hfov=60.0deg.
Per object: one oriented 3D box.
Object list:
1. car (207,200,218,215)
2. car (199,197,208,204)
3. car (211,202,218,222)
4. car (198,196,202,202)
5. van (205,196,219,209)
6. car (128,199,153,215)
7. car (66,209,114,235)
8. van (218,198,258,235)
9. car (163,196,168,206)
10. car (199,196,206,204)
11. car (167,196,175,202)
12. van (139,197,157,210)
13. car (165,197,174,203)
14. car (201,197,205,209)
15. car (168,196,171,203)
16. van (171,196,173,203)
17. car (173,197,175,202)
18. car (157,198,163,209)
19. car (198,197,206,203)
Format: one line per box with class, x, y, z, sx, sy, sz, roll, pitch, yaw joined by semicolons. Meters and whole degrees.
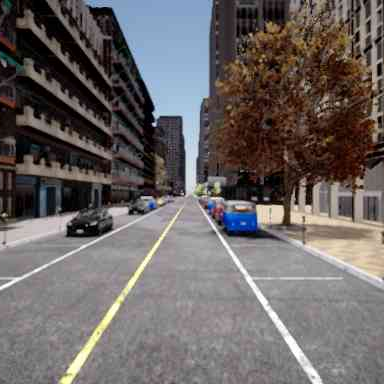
car;2.639;1.704;30.484;1.802;1.307;4.206;0;0;0
car;2.559;1.950;75.791;2.008;1.369;4.403;0;0;0
car;2.649;1.680;24.822;1.802;1.307;4.206;0;0;0
car;2.588;1.834;58.799;2.008;1.369;4.403;0;0;0
van;2.629;1.489;36.149;1.690;1.788;3.998;0;0;0
car;-5.751;1.714;36.132;1.947;1.339;4.313;0;0;0
car;-5.721;1.640;19.143;1.947;1.339;4.313;0;0;0
van;2.660;1.415;19.159;1.690;1.788;3.998;0;0;0
car;-5.792;1.807;58.614;1.752;1.417;4.829;0;0;0
car;2.598;1.796;53.136;2.008;1.369;4.403;0;0;0
car;-5.851;1.956;92.767;1.967;1.590;4.097;0;0;0
van;-5.761;1.518;41.798;1.690;1.788;3.998;0;0;0
car;-5.842;2.042;87.104;1.947;1.339;4.313;0;0;0
car;2.608;1.792;47.473;1.802;1.307;4.206;0;0;0
car;-5.802;1.873;64.448;2.008;1.369;4.403;0;0;0
van;-5.822;1.740;75.778;1.690;1.788;3.998;0;0;0
car;-5.832;1.962;81.271;1.752;1.417;4.829;0;0;0
car;-5.772;1.761;47.459;2.008;1.369;4.403;0;0;0
car;2.538;2.021;87.119;1.887;1.381;4.507;0;0;0
